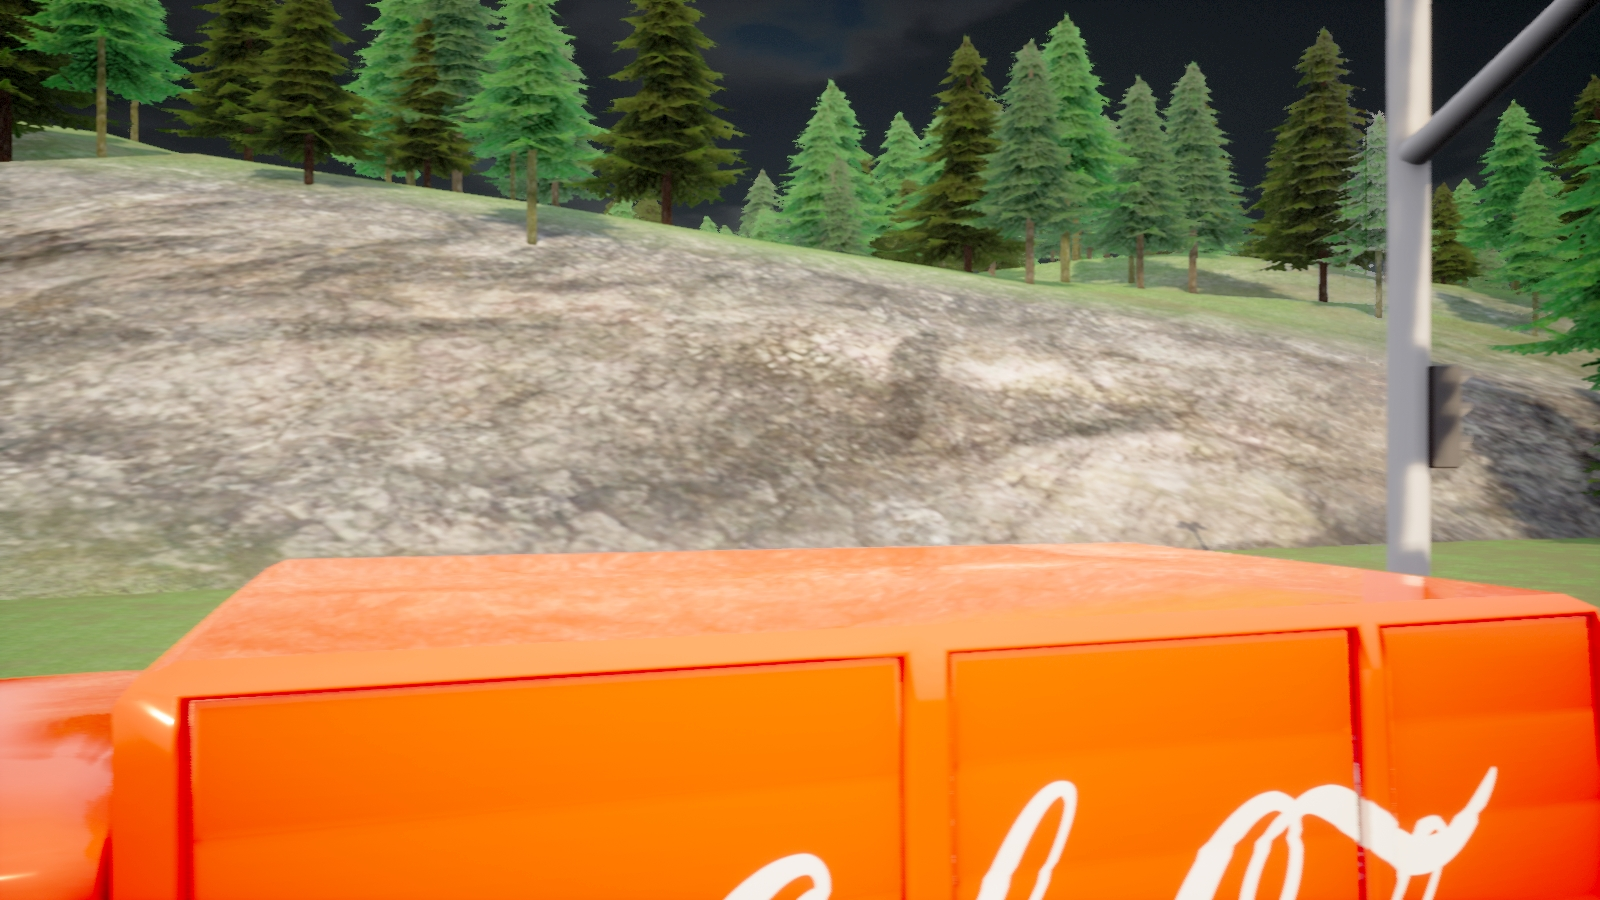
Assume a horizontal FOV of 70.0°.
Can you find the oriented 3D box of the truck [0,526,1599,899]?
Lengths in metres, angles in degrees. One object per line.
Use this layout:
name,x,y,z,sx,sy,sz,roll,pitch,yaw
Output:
truck,-0.690,1.568,3.045,5.204,2.467,2.627,0,0,-19
